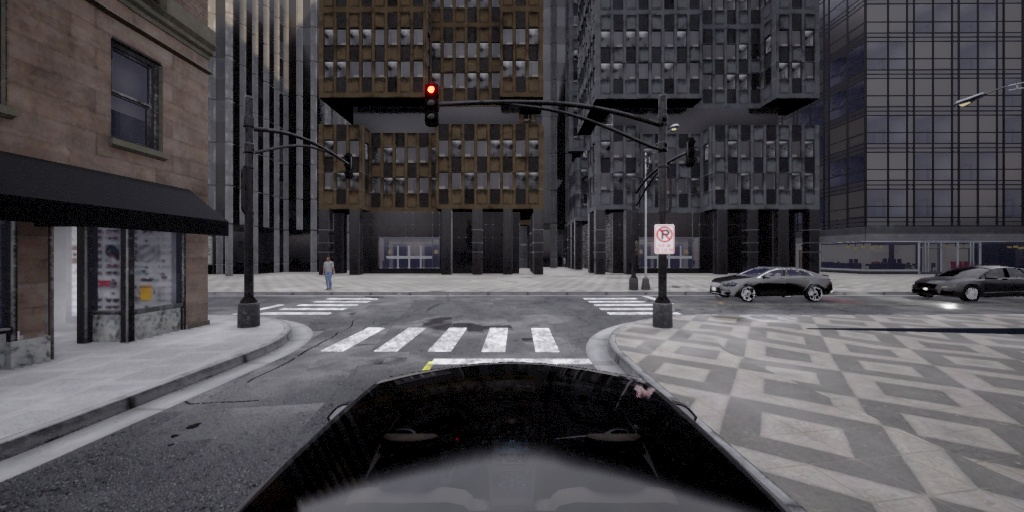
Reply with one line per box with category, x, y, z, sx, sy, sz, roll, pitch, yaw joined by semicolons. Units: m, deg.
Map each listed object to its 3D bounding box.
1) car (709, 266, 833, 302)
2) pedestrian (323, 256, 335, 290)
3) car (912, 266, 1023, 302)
car;11.635;1.222;16.289;4.902;1.511;2.128;0;0;0
pedestrian;-9.927;0.902;19.470;0.375;1.860;0.375;0;0;0
car;21.152;1.222;16.221;4.892;1.490;1.837;0;0;1
